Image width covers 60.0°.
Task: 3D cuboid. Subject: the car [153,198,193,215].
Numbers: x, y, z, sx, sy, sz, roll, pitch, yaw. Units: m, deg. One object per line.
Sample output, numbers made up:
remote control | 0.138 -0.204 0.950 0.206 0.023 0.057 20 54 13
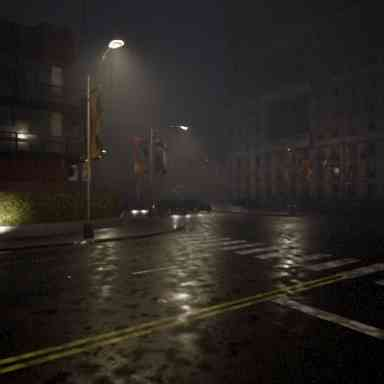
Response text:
car | -2.318 1.497 34.641 1.837 1.490 4.892 0 0 -35

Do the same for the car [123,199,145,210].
car | -7.590 1.556 42.230 1.994 1.385 4.181 0 0 -35

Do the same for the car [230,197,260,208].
car | 7.428 1.464 47.206 1.882 1.535 5.008 0 0 -35

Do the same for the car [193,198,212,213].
car | 0.206 1.469 37.142 1.882 1.535 5.008 0 0 -35
